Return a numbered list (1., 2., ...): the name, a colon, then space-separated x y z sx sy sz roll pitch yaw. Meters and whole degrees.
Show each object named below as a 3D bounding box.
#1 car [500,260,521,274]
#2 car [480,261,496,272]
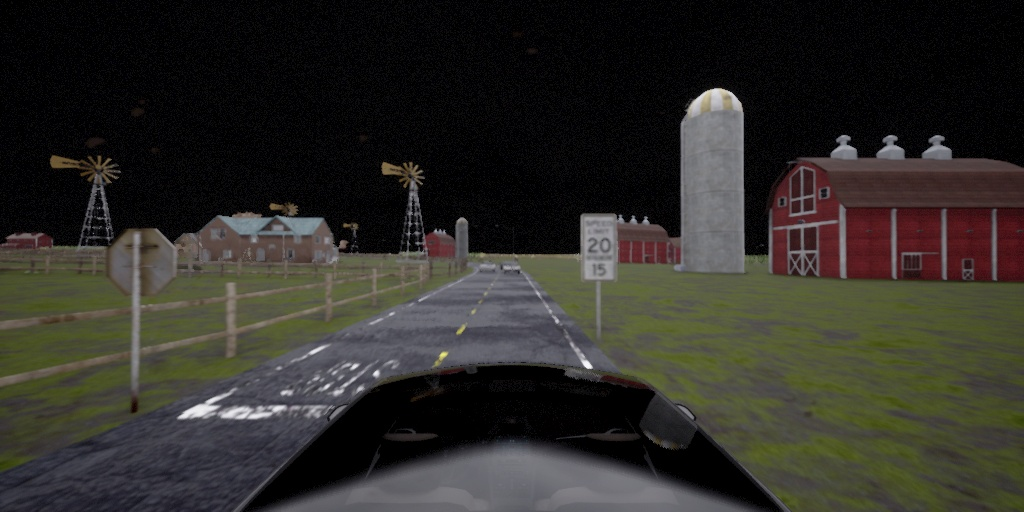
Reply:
1. car: -0.065 1.307 40.171 1.895 1.301 4.718 0 0 -2
2. car: -3.010 1.296 44.632 1.895 1.301 4.718 0 0 -2
